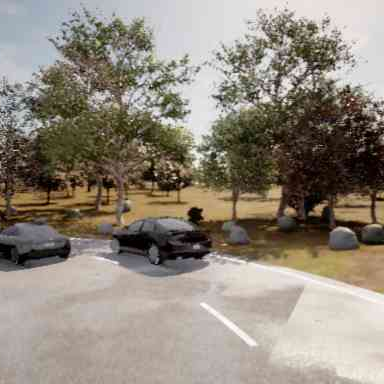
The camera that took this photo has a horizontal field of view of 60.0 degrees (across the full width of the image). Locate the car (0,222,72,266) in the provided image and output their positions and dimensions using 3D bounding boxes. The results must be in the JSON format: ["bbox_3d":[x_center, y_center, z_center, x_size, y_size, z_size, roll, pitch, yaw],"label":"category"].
[{"bbox_3d":[-6.536,1.902,13.061,4.181,1.385,1.994,-3,-2,41],"label":"car"}]

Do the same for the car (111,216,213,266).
[{"bbox_3d":[-1.333,1.652,12.404,1.882,1.535,5.008,0,-2,-37],"label":"car"}]
